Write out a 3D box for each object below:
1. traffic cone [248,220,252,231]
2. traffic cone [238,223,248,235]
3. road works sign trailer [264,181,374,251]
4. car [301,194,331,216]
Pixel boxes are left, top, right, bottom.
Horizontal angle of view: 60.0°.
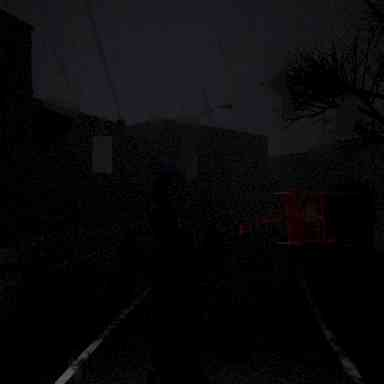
[{"bbox_3d":[3.406,1.946,19.525,0.340,0.580,0.340,1,0,23],"label":"traffic cone"},{"bbox_3d":[2.626,1.945,17.684,0.340,0.580,0.340,1,0,23],"label":"traffic cone"},{"bbox_3d":[4.691,0.943,12.357,2.880,2.380,3.560,-2,-2,-45],"label":"road works sign trailer"},{"bbox_3d":[12.401,1.238,33.312,5.566,2.045,2.150,0,0,-39],"label":"car"}]
